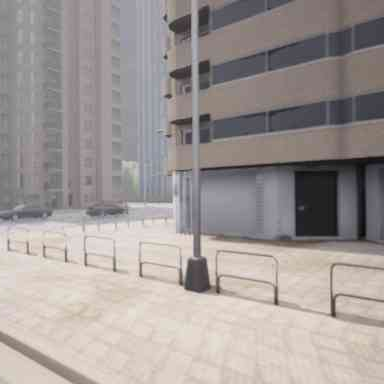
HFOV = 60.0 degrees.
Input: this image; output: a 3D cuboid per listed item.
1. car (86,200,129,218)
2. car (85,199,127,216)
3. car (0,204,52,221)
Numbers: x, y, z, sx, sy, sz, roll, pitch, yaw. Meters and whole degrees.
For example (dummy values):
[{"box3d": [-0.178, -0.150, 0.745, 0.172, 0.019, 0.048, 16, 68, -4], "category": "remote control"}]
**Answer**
[{"box3d": [-8.994, 1.933, 35.830, 1.837, 1.490, 4.892, -1, -1, 37], "category": "car"}, {"box3d": [-10.337, 1.829, 40.190, 2.097, 1.767, 4.553, -1, -1, 37], "category": "car"}, {"box3d": [-16.145, 1.970, 32.406, 1.837, 1.490, 4.892, -1, -1, 37], "category": "car"}]
